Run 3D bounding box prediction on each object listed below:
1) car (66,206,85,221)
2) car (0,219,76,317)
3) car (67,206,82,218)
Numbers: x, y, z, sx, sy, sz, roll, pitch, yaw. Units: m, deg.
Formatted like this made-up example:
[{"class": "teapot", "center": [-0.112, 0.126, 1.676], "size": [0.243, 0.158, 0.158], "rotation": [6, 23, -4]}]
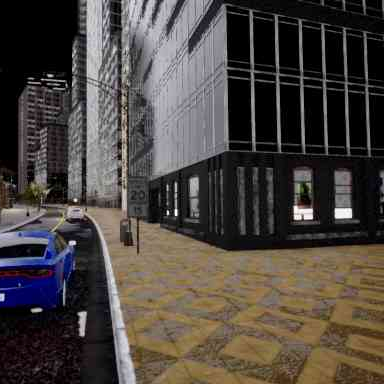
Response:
[{"class": "car", "center": [-13.135, 2.513, 37.371], "size": [1.812, 1.442, 4.674], "rotation": [0, -2, -19]}, {"class": "car", "center": [-3.865, 1.647, 7.830], "size": [1.882, 1.535, 5.008], "rotation": [0, -2, -16]}, {"class": "car", "center": [-16.619, 2.728, 46.937], "size": [1.882, 1.535, 5.008], "rotation": [0, -2, -21]}]
